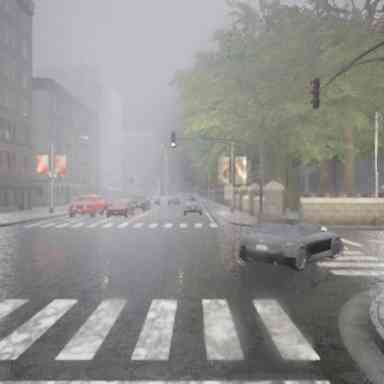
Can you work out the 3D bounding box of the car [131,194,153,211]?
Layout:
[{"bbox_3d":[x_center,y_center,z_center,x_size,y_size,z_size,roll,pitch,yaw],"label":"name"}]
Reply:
[{"bbox_3d":[-6.592,1.279,41.273,2.150,2.045,5.566,0,0,1],"label":"car"}]

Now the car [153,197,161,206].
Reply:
[{"bbox_3d":[-6.550,1.563,57.664,2.128,1.511,4.902,0,0,0],"label":"car"}]

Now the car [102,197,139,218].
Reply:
[{"bbox_3d":[-6.600,1.524,31.226,1.882,1.535,5.008,0,0,0],"label":"car"}]

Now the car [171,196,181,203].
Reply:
[{"bbox_3d":[-3.279,1.587,70.020,1.895,1.301,4.718,0,0,0],"label":"car"}]

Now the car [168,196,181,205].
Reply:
[{"bbox_3d":[-3.275,1.565,59.575,2.128,1.511,4.902,0,0,0],"label":"car"}]

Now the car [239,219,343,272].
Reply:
[{"bbox_3d":[3.426,1.598,11.169,1.994,1.385,4.181,0,0,43],"label":"car"}]

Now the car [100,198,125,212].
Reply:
[{"bbox_3d":[-9.844,1.534,41.701,1.882,1.535,5.008,0,0,0],"label":"car"}]

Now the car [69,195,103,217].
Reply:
[{"bbox_3d":[-9.862,1.268,31.722,2.150,2.045,5.566,0,0,-1],"label":"car"}]

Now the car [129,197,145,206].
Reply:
[{"bbox_3d":[-9.790,1.621,59.475,2.033,1.411,5.357,0,0,0],"label":"car"}]

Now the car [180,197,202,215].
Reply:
[{"bbox_3d":[0.084,1.597,34.962,2.033,1.411,5.357,0,0,0],"label":"car"}]
